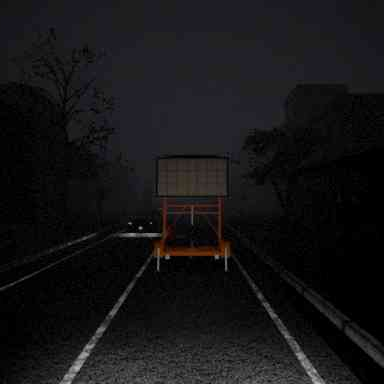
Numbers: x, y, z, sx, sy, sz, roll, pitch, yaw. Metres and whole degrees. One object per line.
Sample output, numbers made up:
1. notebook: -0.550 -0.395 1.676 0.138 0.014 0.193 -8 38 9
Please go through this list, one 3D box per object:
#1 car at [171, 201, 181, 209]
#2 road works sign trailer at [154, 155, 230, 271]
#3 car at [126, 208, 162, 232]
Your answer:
1. car: -2.950 2.363 63.061 1.812 1.442 4.674 0 -1 0
2. road works sign trailer: 0.009 0.567 11.193 2.380 3.560 2.880 0 -1 0
3. car: -3.084 1.822 22.606 2.033 1.411 5.357 0 -1 0
